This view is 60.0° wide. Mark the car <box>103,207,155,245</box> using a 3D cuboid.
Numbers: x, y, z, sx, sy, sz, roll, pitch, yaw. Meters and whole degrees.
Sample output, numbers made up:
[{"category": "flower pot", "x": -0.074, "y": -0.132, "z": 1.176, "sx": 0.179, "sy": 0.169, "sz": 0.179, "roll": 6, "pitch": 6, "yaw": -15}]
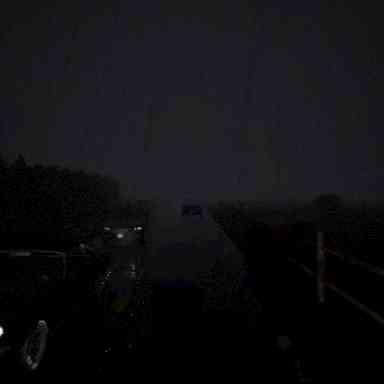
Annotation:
[{"category": "car", "x": -2.880, "y": 1.504, "z": 15.831, "sx": 2.128, "sy": 1.511, "sz": 4.902, "roll": 0, "pitch": 0, "yaw": 0}]

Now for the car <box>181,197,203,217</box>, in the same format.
[{"category": "car", "x": 0.017, "y": 1.497, "z": 31.353, "sx": 1.882, "sy": 1.535, "sz": 5.008, "roll": 0, "pitch": 0, "yaw": 0}]

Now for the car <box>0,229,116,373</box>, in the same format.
[{"category": "car", "x": -2.864, "y": 1.607, "z": 5.774, "sx": 1.895, "sy": 1.301, "sz": 4.718, "roll": 0, "pitch": 0, "yaw": 0}]

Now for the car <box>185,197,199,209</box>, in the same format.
[{"category": "car", "x": -0.026, "y": 1.530, "z": 45.916, "sx": 1.837, "sy": 1.490, "sz": 4.892, "roll": 0, "pitch": 0, "yaw": 0}]
